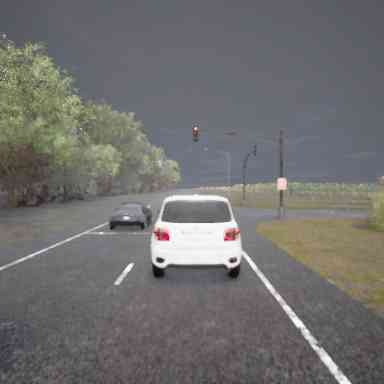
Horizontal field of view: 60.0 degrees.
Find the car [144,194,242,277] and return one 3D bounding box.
[{"bbox_3d":[0.103,1.069,9.879,2.150,2.045,5.566,0,1,0],"label":"car"}]

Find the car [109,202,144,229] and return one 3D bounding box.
[{"bbox_3d":[-3.396,1.272,19.163,1.994,1.385,4.181,0,1,0],"label":"car"}]
